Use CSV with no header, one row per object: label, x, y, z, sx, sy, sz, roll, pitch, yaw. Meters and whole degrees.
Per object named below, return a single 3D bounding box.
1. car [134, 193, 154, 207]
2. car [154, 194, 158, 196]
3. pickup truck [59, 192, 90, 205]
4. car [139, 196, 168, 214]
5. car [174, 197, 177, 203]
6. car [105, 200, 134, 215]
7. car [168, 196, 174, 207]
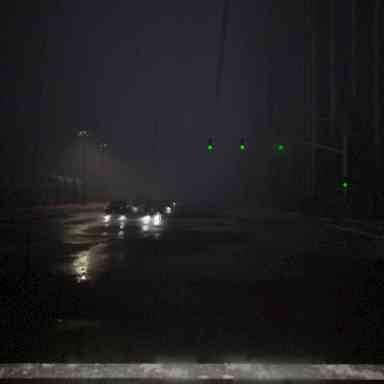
car,-7.614,1.244,51.159,2.150,2.045,5.566,0,0,0
car,-7.659,1.242,67.472,1.837,1.490,4.892,0,0,0
pickup truck,-20.719,1.088,58.007,2.390,2.098,6.274,0,0,30
car,-4.048,1.502,35.759,2.128,1.511,4.902,0,0,-1
car,-4.159,1.552,67.495,1.812,1.442,4.674,0,0,0
car,-7.532,1.541,34.292,1.812,1.442,4.674,0,0,0
car,-4.115,1.618,49.875,1.895,1.301,4.718,0,0,0
